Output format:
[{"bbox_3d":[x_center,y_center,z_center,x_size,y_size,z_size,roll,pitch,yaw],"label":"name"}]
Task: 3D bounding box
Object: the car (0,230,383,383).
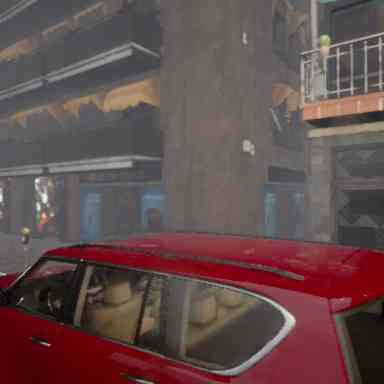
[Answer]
[{"bbox_3d":[-0.527,1.329,3.252,5.009,1.841,2.192,0,0,35],"label":"car"}]
